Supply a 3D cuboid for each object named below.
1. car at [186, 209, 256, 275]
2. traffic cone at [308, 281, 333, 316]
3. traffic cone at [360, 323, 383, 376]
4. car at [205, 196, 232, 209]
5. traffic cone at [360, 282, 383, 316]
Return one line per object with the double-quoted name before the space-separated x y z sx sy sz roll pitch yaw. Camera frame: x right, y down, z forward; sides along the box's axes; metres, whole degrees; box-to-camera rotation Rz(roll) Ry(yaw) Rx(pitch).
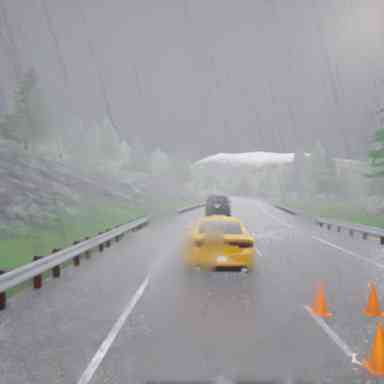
"car" 0.848 1.521 10.736 1.882 1.535 5.008 0 0 3
"traffic cone" 2.420 1.989 6.279 0.340 0.580 0.340 0 0 0
"traffic cone" 2.416 1.981 4.279 0.340 0.580 0.340 0 0 0
"car" 2.413 1.342 30.233 2.150 2.045 5.566 0 0 7
"traffic cone" 3.420 1.993 6.277 0.340 0.580 0.340 0 0 0
